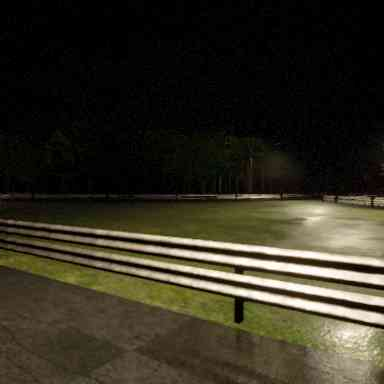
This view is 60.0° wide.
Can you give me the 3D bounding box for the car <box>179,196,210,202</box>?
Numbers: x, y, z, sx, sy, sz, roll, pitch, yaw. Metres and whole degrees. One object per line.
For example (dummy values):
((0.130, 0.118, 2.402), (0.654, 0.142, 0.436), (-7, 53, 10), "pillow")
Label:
((0.468, 0.994, 55.996), (5.357, 1.411, 2.033), (0, 0, -20), "car")
